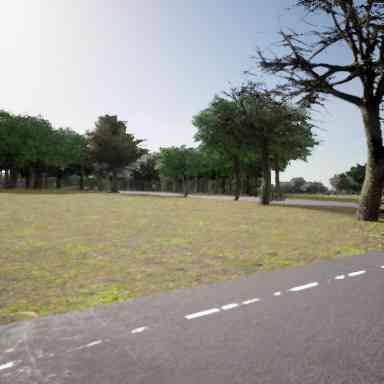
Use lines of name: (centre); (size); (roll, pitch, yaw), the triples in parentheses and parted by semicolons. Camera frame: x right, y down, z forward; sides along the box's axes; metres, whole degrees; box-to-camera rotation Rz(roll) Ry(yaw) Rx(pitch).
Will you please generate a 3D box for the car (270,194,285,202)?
car: (15.338, 1.052, 62.092); (1.994, 1.385, 4.181); (0, 2, -35)
